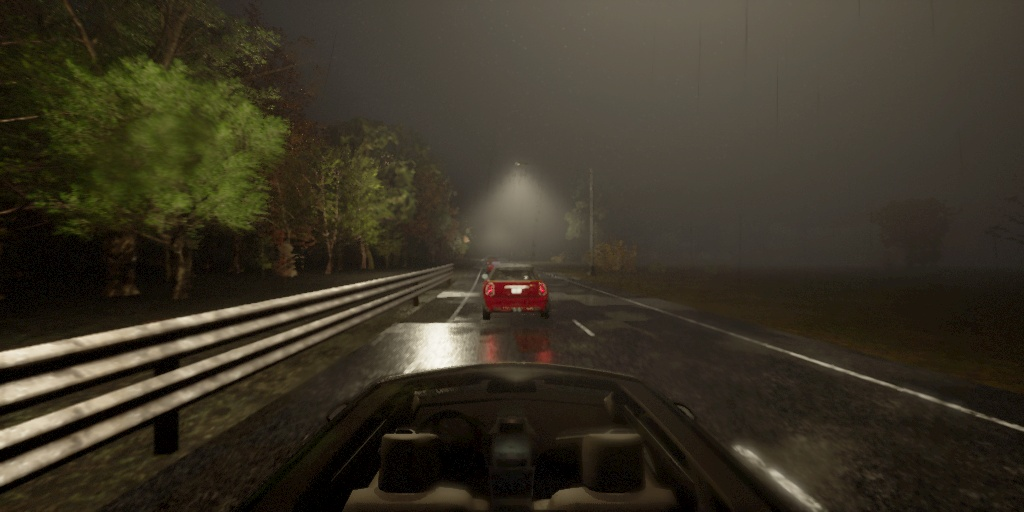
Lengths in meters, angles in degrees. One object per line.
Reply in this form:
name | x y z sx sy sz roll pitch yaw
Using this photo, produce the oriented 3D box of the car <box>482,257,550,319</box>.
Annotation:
car | 0.000 1.058 12.847 2.097 1.767 4.553 0 0 -4
